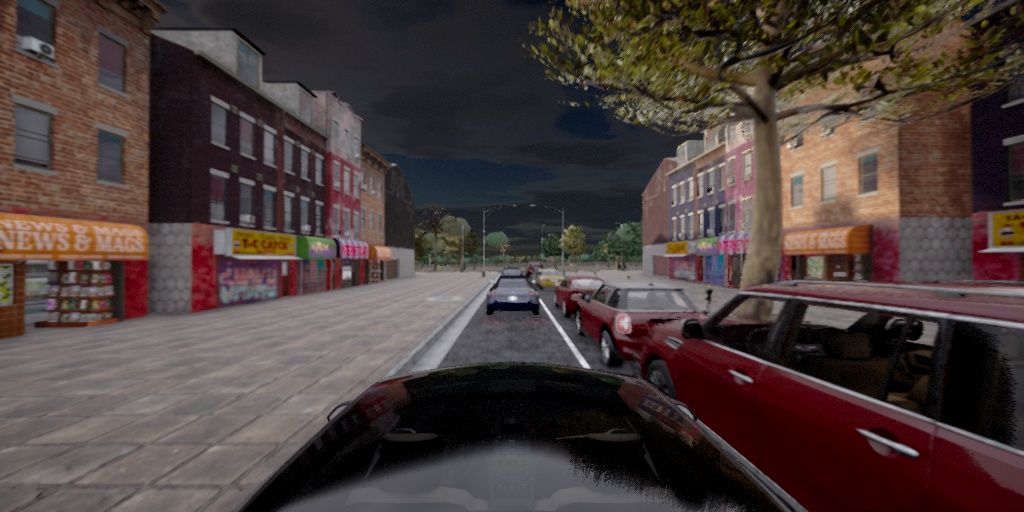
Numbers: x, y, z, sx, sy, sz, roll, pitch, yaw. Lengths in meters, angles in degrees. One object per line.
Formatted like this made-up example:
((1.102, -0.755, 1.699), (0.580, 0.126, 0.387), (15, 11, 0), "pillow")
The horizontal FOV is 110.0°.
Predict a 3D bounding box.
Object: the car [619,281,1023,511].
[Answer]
((2.637, 1.074, 2.539), (2.192, 1.841, 5.009), (0, 0, 0), "car")

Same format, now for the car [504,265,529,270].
((0.017, 1.573, 27.092), (2.033, 1.411, 5.357), (0, -1, 1), "car")

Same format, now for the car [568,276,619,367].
((2.636, 1.257, 8.085), (1.967, 1.591, 4.097), (0, 0, 0), "car")

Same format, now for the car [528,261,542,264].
((2.626, 1.512, 41.354), (2.192, 1.841, 5.009), (0, 0, 0), "car")

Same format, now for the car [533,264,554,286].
((2.631, 1.522, 24.889), (1.751, 1.417, 4.829), (0, 0, 0), "car")

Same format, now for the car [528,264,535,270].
((2.629, 1.614, 30.263), (2.007, 1.370, 4.403), (0, 0, 0), "car")

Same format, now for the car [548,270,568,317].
((2.634, 1.420, 13.630), (1.888, 1.381, 4.507), (0, 0, 0), "car")

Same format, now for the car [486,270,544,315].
((0.044, 1.448, 14.391), (1.994, 1.385, 4.181), (0, -1, 0), "car")
